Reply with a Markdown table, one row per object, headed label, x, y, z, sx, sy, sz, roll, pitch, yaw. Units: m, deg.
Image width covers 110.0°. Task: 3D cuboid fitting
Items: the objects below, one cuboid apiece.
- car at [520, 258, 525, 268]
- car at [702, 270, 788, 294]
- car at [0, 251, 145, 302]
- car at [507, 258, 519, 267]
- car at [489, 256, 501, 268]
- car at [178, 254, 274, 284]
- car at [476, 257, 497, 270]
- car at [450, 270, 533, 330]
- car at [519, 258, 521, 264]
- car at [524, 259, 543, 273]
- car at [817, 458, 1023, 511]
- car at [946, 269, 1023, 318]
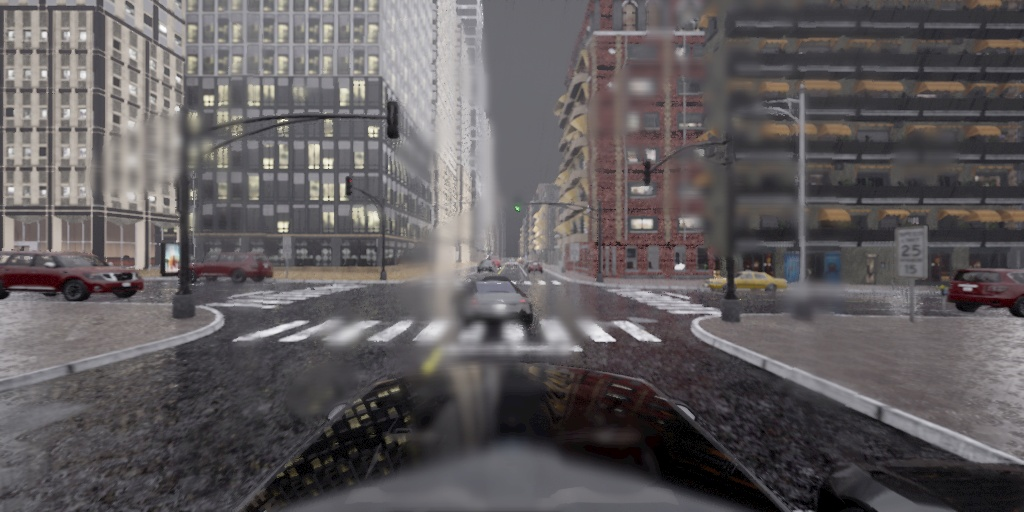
| label | x | y | z | sx | sy | sz | roll | pitch | yaw |
| --- | --- | --- | --- | --- | --- | --- | --- | --- | --- |
| car | 2.691 | 1.285 | 55.260 | 2.007 | 1.370 | 4.403 | 0 | 0 | 0 |
| car | 14.630 | 1.574 | 22.645 | 4.829 | 1.417 | 1.751 | 0 | 0 | 0 |
| car | -17.575 | 0.750 | 13.984 | 5.009 | 1.841 | 2.192 | 0 | 0 | 0 |
| car | 0.001 | 1.336 | 64.556 | 1.895 | 1.301 | 4.718 | 0 | 0 | 0 |
| car | -3.043 | 0.957 | 60.534 | 2.150 | 2.045 | 5.566 | 0 | 0 | 1 |
| car | -17.710 | 0.763 | 22.363 | 5.009 | 1.841 | 2.192 | 0 | 0 | 0 |
| car | -3.092 | 1.239 | 42.755 | 1.837 | 1.490 | 4.892 | 0 | 0 | 0 |
| car | -0.767 | 1.310 | 11.236 | 1.994 | 1.385 | 4.181 | 0 | 0 | -14 |
| car | 2.692 | 1.285 | 60.908 | 2.007 | 1.370 | 4.403 | 0 | 0 | 0 |
| car | 2.741 | 1.317 | 42.342 | 1.802 | 1.307 | 4.207 | 0 | 0 | 0 |
| car | 2.690 | 1.316 | 0.319 | 1.948 | 1.339 | 4.313 | 0 | 0 | 0 |
| car | 20.599 | 1.453 | 14.349 | 5.009 | 1.841 | 2.192 | 0 | 0 | 0 |
